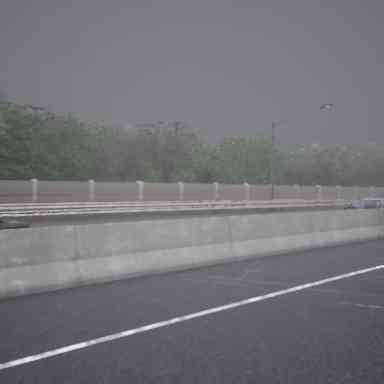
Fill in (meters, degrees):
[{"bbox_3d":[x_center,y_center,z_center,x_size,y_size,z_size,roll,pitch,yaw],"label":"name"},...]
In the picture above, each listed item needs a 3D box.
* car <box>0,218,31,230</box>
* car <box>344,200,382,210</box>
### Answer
[{"bbox_3d":[-9.644,1.593,14.297,4.718,1.301,1.895,0,0,-35],"label":"car"},{"bbox_3d":[20.197,1.626,39.048,5.357,1.411,2.033,0,0,-33],"label":"car"}]
